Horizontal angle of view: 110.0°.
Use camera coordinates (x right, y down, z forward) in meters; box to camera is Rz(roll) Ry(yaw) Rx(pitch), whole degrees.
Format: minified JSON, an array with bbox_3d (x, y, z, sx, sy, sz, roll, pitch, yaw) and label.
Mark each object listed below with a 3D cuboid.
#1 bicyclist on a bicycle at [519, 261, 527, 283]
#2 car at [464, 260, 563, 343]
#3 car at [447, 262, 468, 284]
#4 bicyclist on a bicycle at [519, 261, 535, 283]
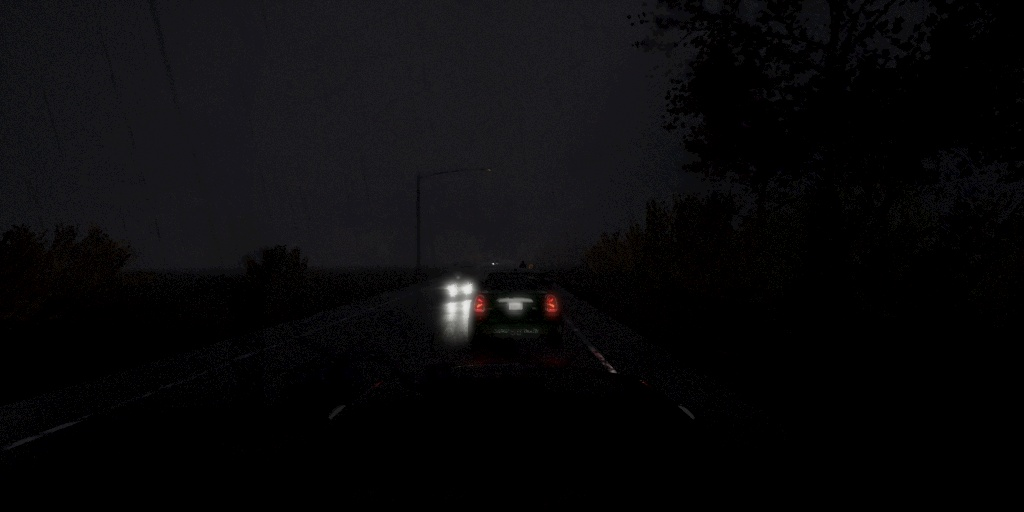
[{"bbox_3d":[0.841,1.193,27.290,0.582,1.620,1.656,0,0,0],"label":"bicyclist on a bicycle"},{"bbox_3d":[0.073,1.099,9.829,2.097,1.767,4.553,0,0,0],"label":"car"},{"bbox_3d":[-3.724,1.232,27.190,2.128,1.511,4.902,0,0,0],"label":"car"},{"bbox_3d":[0.904,1.180,17.173,0.866,1.612,1.509,0,0,0],"label":"bicyclist on a bicycle"}]
